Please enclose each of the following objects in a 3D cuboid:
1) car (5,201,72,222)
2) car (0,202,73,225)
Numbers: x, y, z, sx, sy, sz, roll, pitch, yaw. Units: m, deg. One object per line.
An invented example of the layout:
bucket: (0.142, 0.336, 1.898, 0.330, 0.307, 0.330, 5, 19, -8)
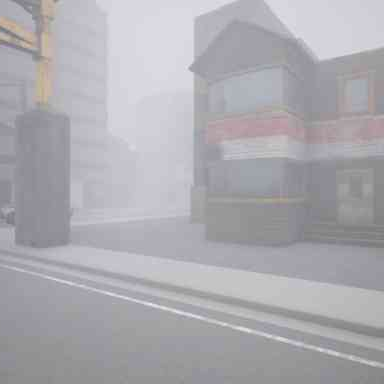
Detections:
car: (-10.679, 1.295, 23.547, 1.853, 1.218, 4.536, 0, 0, 15)
car: (-10.693, 1.453, 23.497, 2.038, 1.542, 4.974, 0, 0, 15)
